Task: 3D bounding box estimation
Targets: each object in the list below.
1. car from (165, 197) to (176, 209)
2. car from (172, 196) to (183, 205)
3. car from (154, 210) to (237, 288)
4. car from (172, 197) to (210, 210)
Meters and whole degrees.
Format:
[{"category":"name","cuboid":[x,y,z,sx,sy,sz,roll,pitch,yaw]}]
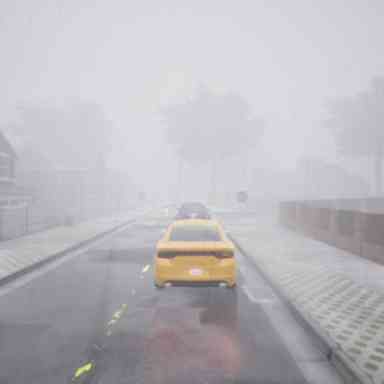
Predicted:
[{"category":"car","cuboid":[-2.836,1.634,47.504,1.812,1.442,4.674,0,0,0]},{"category":"car","cuboid":[-2.769,1.620,64.258,1.882,1.535,5.008,0,0,0]},{"category":"car","cuboid":[0.089,1.500,9.338,1.882,1.535,5.008,0,0,0]},{"category":"car","cuboid":[0.075,1.403,20.928,2.097,1.767,4.553,0,0,0]}]
